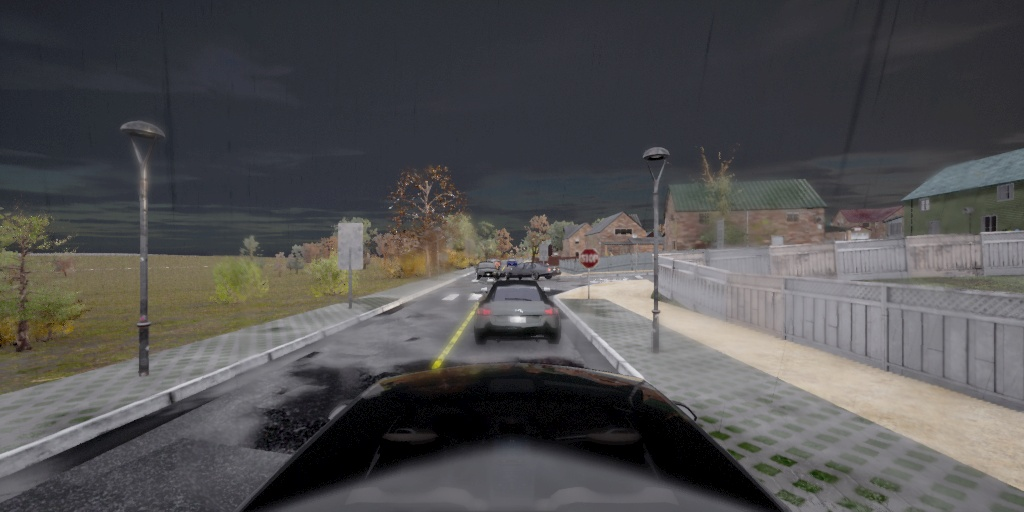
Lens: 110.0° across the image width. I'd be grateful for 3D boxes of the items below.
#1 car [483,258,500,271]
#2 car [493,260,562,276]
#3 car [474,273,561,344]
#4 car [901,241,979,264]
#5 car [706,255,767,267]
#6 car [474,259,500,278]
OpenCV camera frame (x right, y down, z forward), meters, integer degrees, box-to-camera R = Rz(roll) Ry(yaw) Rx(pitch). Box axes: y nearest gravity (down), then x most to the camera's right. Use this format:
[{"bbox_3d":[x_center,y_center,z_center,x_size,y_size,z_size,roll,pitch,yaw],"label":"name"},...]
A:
[{"bbox_3d":[-2.847,1.121,51.288,2.097,1.767,4.553,0,0,1],"label":"car"},{"bbox_3d":[1.337,1.198,28.559,5.357,1.411,2.033,-4,-3,43],"label":"car"},{"bbox_3d":[0.102,1.313,9.545,1.994,1.385,4.181,0,0,-1],"label":"car"},{"bbox_3d":[23.888,-0.208,20.514,4.902,1.511,2.128,-3,0,14],"label":"car"},{"bbox_3d":[14.387,0.413,22.935,4.181,1.385,1.994,-3,0,16],"label":"car"},{"bbox_3d":[-2.251,1.258,31.470,1.837,1.490,4.892,0,0,-8],"label":"car"}]
